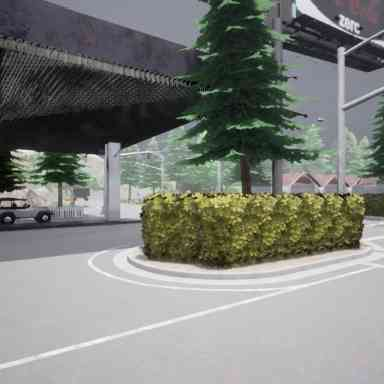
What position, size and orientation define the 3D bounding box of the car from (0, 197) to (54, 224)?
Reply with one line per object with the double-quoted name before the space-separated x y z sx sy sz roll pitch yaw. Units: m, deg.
"car" -11.963 1.313 23.490 3.866 1.878 1.905 0 0 -36
